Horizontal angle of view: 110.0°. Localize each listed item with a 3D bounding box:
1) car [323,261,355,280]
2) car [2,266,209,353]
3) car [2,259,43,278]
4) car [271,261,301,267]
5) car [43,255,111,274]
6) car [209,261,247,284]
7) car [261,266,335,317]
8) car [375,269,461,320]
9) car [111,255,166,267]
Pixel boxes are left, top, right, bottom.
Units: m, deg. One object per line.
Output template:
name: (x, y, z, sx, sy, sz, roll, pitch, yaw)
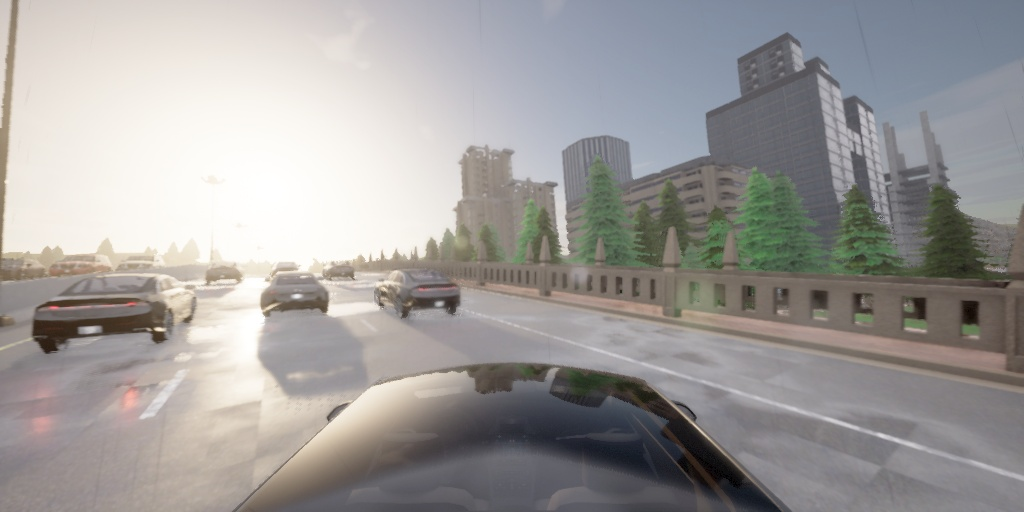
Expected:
car: (-13.824, 1.103, 28.592, 2.128, 1.511, 4.902, 0, 0, -33)
car: (-9.343, 1.183, 8.856, 2.128, 1.511, 4.902, 0, 0, -33)
car: (-38.280, 0.993, 27.475, 2.097, 1.767, 4.553, 0, -1, -33)
car: (-17.351, 1.126, 27.595, 1.812, 1.442, 4.674, 0, 0, -33)
car: (-35.635, 0.884, 29.840, 2.150, 2.045, 5.566, 0, -2, -33)
car: (-19.685, 1.093, 24.763, 2.128, 1.511, 4.902, 0, 0, -33)
car: (-7.947, 1.247, 13.131, 1.994, 1.385, 4.181, 0, 0, -33)
car: (-3.457, 1.193, 12.646, 2.128, 1.511, 4.902, 0, 0, -33)
car: (-32.827, 0.890, 31.946, 2.150, 2.045, 5.566, 0, -2, -33)
